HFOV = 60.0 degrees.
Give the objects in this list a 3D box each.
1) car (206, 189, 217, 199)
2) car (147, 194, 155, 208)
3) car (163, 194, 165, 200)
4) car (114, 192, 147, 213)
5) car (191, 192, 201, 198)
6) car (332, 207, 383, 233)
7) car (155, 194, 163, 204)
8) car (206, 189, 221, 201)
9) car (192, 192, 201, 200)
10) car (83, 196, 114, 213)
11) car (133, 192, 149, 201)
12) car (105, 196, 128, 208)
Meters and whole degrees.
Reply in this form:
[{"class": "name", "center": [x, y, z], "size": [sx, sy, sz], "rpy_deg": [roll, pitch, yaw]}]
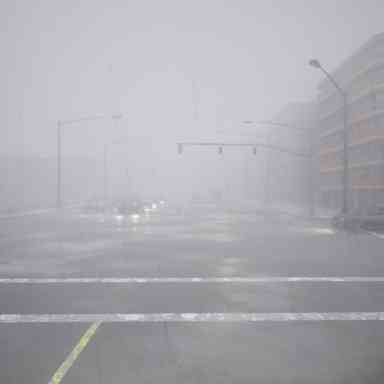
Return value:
[{"class": "car", "center": [4.412, 0.428, 75.716], "size": [2.150, 2.045, 5.566], "rpy_deg": [0, 1, 0]}, {"class": "car", "center": [-6.293, 1.277, 43.453], "size": [1.812, 1.442, 4.674], "rpy_deg": [0, 1, 0]}, {"class": "car", "center": [-6.185, 1.012, 62.891], "size": [1.895, 1.301, 4.718], "rpy_deg": [0, 1, 1]}, {"class": "car", "center": [-6.323, 1.226, 34.571], "size": [2.097, 1.767, 4.553], "rpy_deg": [0, 1, 0]}, {"class": "car", "center": [0.912, 0.649, 75.820], "size": [2.033, 1.411, 5.357], "rpy_deg": [0, 1, 0]}, {"class": "car", "center": [10.210, 1.550, 18.779], "size": [4.181, 1.385, 1.994], "rpy_deg": [1, 0, 10]}, {"class": "car", "center": [-6.257, 1.080, 52.734], "size": [2.128, 1.511, 4.902], "rpy_deg": [0, 1, 0]}, {"class": "car", "center": [4.478, 0.593, 65.100], "size": [2.150, 2.045, 5.566], "rpy_deg": [0, 1, 0]}, {"class": "car", "center": [0.880, 0.959, 65.843], "size": [1.895, 1.301, 4.718], "rpy_deg": [0, 1, 0]}, {"class": "car", "center": [-9.821, 1.225, 34.915], "size": [2.097, 1.767, 4.553], "rpy_deg": [0, 1, 0]}, {"class": "car", "center": [-9.679, 0.896, 63.252], "size": [2.128, 1.511, 4.902], "rpy_deg": [0, 1, 1]}, {"class": "car", "center": [-9.793, 1.314, 43.557], "size": [1.994, 1.385, 4.181], "rpy_deg": [0, 1, 0]}]
